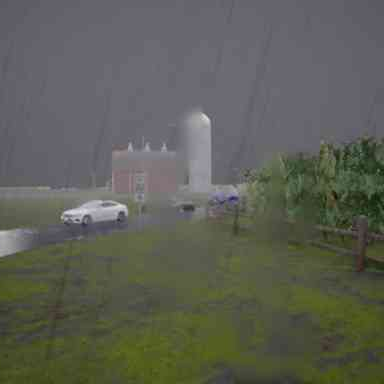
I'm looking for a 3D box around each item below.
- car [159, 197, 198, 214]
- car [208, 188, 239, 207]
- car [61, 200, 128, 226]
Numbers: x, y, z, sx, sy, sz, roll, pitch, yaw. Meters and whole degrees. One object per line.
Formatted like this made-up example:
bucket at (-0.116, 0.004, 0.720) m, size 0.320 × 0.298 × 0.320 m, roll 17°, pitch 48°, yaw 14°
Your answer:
car at (-1.175, 1.132, 29.349) m, size 1.994 × 1.385 × 4.181 m, roll -1°, pitch 1°, yaw 29°
car at (3.739, 0.605, 38.645) m, size 2.150 × 2.045 × 5.566 m, roll 0°, pitch 1°, yaw 26°
car at (-6.034, 1.258, 21.147) m, size 1.812 × 1.442 × 4.674 m, roll -1°, pitch 1°, yaw 31°
